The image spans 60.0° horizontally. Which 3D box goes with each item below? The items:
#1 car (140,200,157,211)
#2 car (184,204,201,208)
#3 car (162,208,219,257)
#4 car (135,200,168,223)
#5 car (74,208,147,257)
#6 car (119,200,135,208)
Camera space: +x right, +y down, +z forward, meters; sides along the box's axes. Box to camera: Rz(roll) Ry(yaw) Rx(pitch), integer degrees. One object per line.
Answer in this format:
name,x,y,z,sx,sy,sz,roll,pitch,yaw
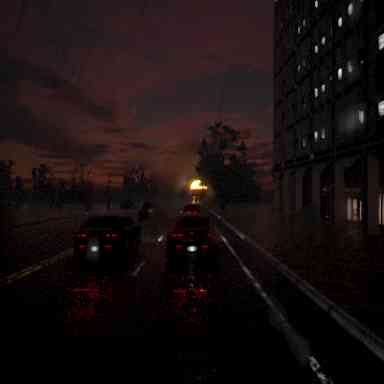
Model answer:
car,-6.518,1.971,50.152,1.812,1.442,4.674,0,-1,1
car,0.025,1.770,28.496,1.837,1.490,4.892,0,0,1
car,0.023,1.635,13.491,1.837,1.490,4.892,0,0,1
car,-3.226,1.614,28.402,2.097,1.767,4.553,0,-1,0
car,-3.227,1.636,13.498,1.837,1.490,4.892,0,0,1
car,-9.764,1.957,50.553,1.837,1.490,4.892,0,-1,0
